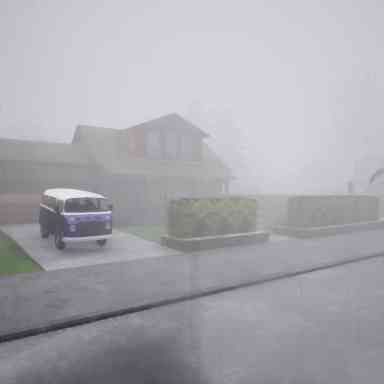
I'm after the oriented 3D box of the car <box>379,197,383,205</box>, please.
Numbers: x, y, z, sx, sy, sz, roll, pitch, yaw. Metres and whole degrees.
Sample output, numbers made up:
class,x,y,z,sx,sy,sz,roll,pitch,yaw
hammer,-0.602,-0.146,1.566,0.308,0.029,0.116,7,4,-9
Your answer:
class,x,y,z,sx,sy,sz,roll,pitch,yaw
car,24.700,0.985,41.441,3.866,1.878,1.905,0,0,0
